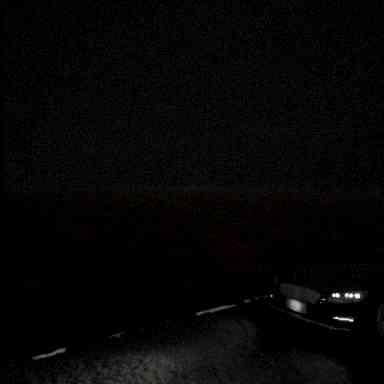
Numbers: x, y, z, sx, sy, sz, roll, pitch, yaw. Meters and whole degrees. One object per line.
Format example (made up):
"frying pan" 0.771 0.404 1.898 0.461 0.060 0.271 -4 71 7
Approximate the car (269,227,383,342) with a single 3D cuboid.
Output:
"car" 3.597 1.486 6.560 4.902 1.511 2.128 0 0 -36
